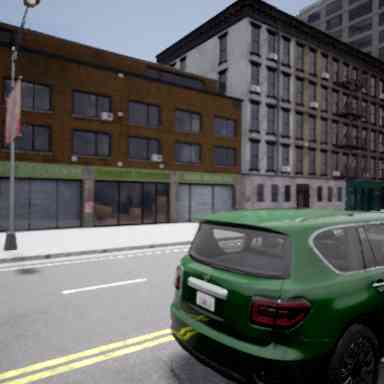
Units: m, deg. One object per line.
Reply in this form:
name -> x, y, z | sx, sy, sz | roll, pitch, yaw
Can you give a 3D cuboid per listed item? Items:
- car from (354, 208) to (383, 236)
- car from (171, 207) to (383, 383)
car -> 12.444, 1.731, 20.535 | 5.357, 1.411, 2.033 | 1, 0, -35
car -> 2.333, 1.264, 5.112 | 5.566, 2.045, 2.150 | 0, 0, -35
